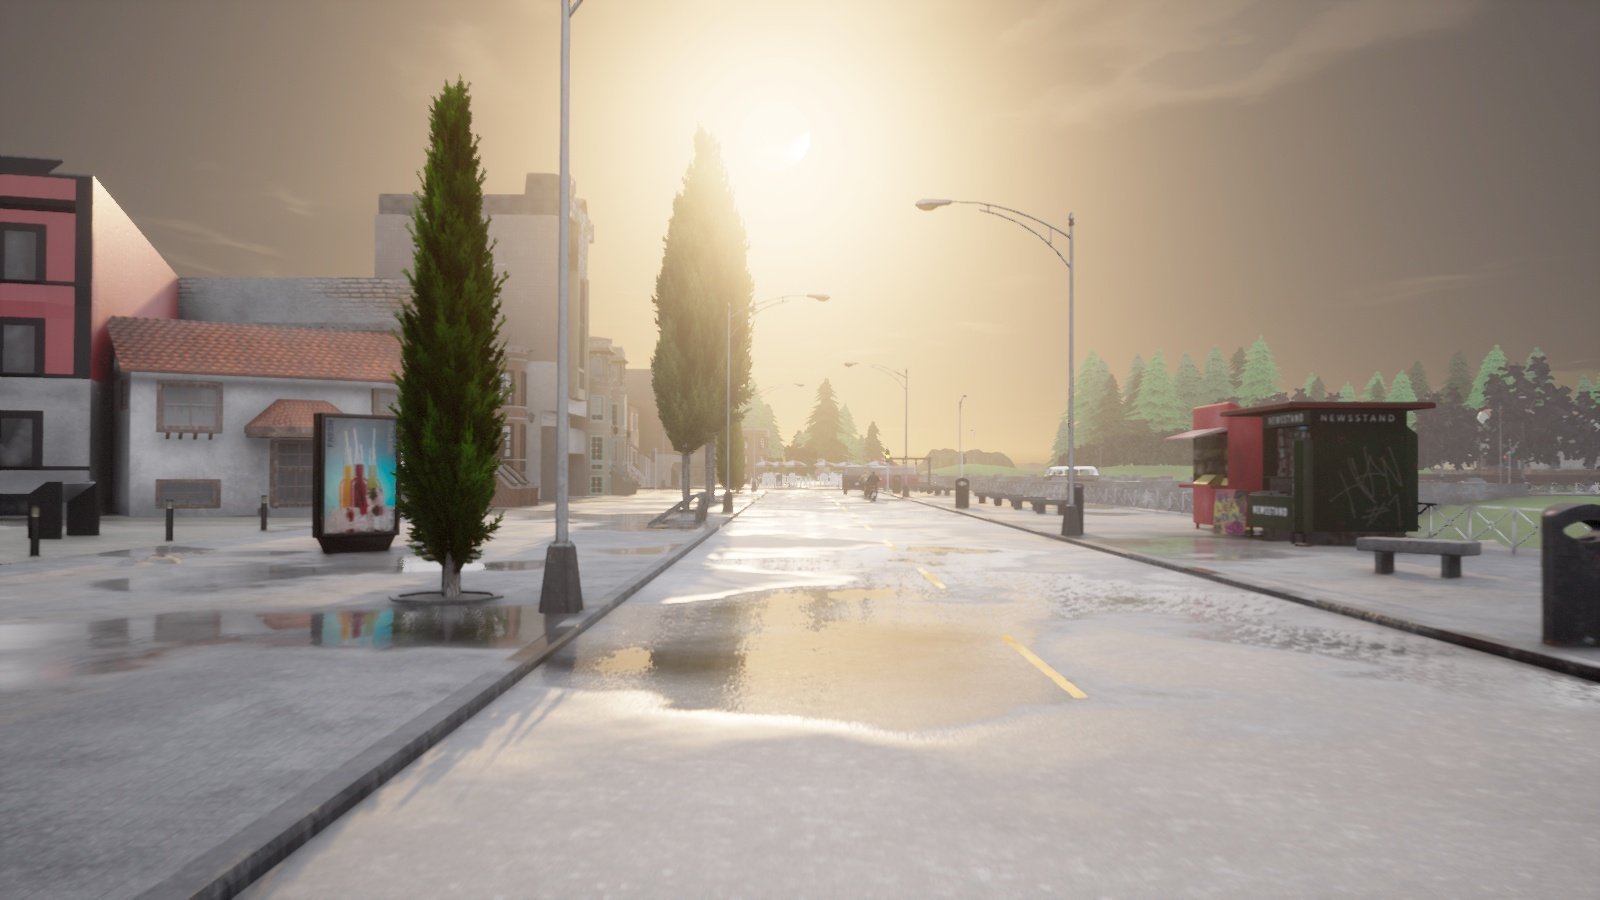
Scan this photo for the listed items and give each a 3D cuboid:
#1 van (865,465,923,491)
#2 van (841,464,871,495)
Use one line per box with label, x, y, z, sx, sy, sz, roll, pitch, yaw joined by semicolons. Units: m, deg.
van;7.366;2.176;97.863;4.442;1.987;1.775;1;-2;-38
van;3.780;1.976;85.019;1.775;1.987;4.442;0;-1;0
